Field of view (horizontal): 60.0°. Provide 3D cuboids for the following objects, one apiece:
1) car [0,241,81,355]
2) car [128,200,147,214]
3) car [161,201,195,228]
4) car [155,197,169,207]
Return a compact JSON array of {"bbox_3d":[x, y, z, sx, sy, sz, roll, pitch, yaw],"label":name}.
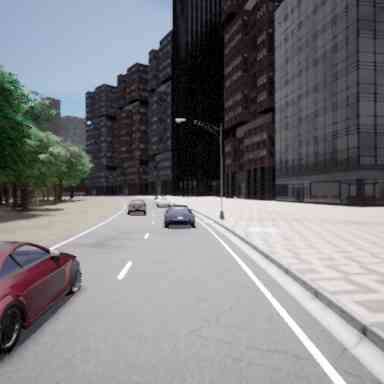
[{"bbox_3d":[-3.520,1.577,6.056,1.994,1.385,4.181,0,0,-1],"label":"car"},{"bbox_3d":[-5.580,1.487,34.059,2.033,1.411,5.357,0,0,-8],"label":"car"},{"bbox_3d":[-0.879,1.531,22.230,1.994,1.385,4.181,0,0,-5],"label":"car"},{"bbox_3d":[-4.264,1.388,48.171,1.812,1.442,4.674,0,0,-10],"label":"car"}]
